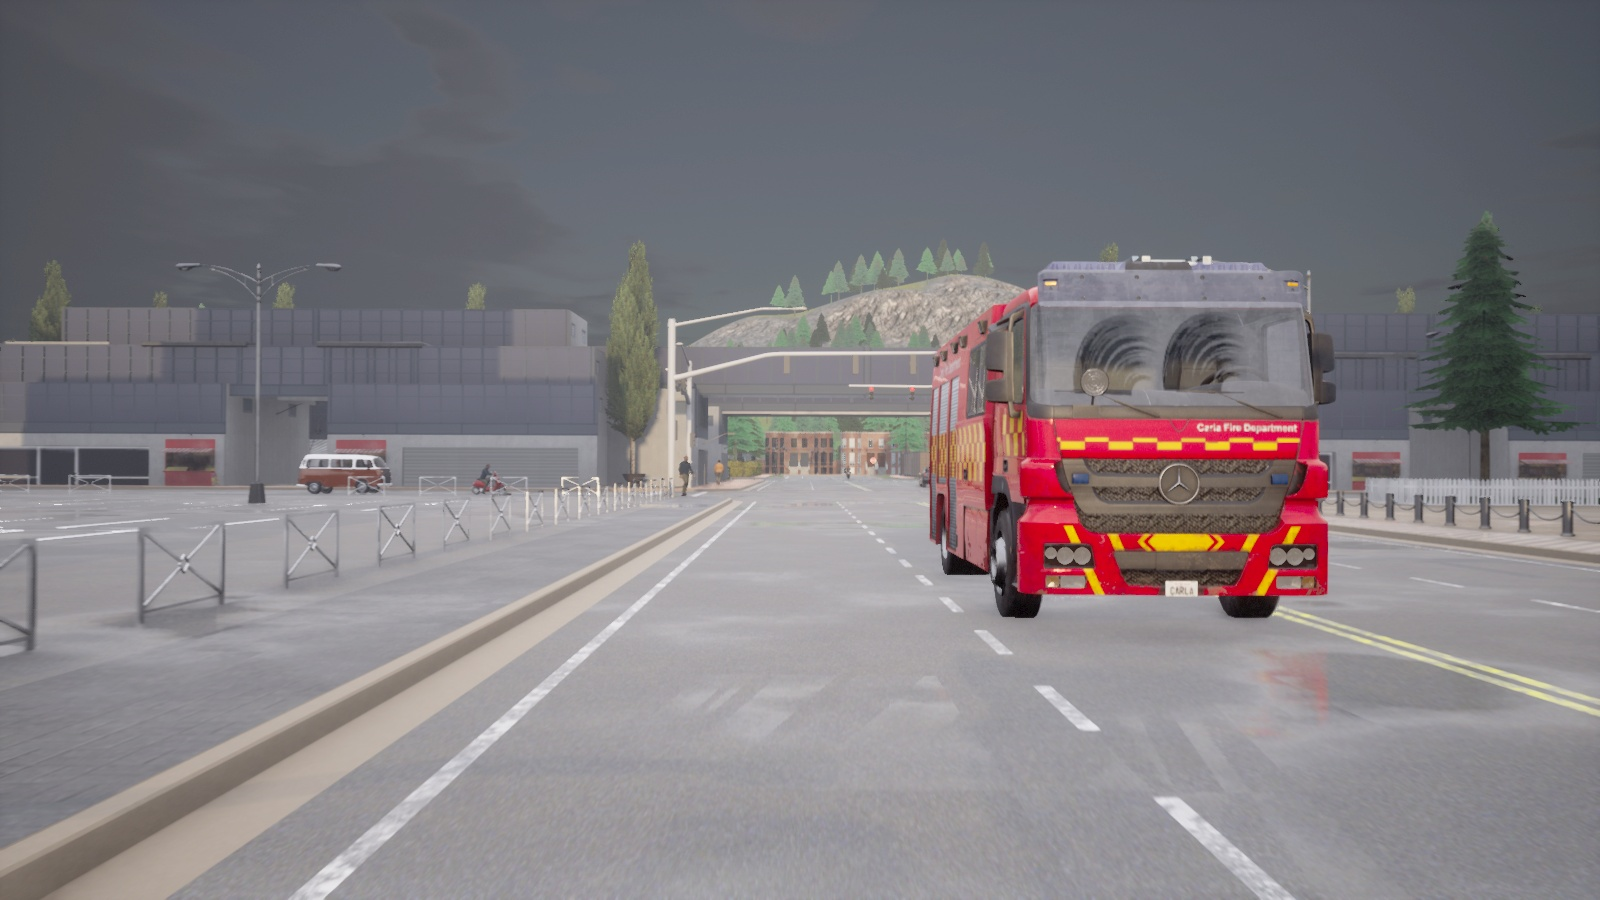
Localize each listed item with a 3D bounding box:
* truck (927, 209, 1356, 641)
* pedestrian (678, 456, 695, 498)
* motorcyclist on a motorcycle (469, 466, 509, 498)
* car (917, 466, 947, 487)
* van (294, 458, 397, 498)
[{"bbox_3d":[3.456,-0.175,15.376,2.891,3.827,8.468,0,-1,0],"label":"truck"},{"bbox_3d":[-5.042,1.176,55.606,0.402,1.842,0.726,0,-1,-38],"label":"pedestrian"},{"bbox_3d":[-15.875,1.619,64.118,1.817,1.590,0.866,0,-1,1],"label":"motorcyclist on a motorcycle"},{"bbox_3d":[9.658,1.919,92.006,1.845,1.501,3.633,0,-1,0],"label":"car"},{"bbox_3d":[-23.237,1.421,64.292,4.480,2.038,2.069,0,-1,1],"label":"van"}]
